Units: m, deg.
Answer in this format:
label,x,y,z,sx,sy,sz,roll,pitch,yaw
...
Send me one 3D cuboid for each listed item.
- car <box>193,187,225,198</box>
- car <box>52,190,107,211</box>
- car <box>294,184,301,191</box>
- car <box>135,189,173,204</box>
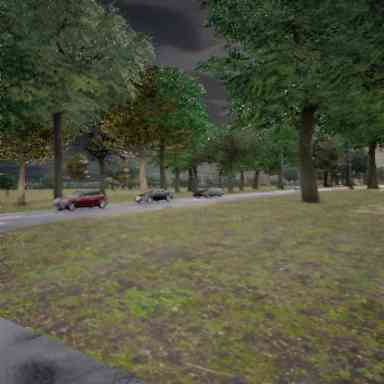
label,x,y,z,sx,sy,sz,roll,pitch,yaw
car,2.307,0.079,44.365,2.033,1.411,5.357,-1,2,37
car,-9.711,0.653,28.786,2.097,1.767,4.553,-1,2,38
car,20.760,-0.815,62.266,1.895,1.301,4.718,-1,1,37
car,-4.080,0.427,36.087,2.128,1.511,4.902,-1,2,38
